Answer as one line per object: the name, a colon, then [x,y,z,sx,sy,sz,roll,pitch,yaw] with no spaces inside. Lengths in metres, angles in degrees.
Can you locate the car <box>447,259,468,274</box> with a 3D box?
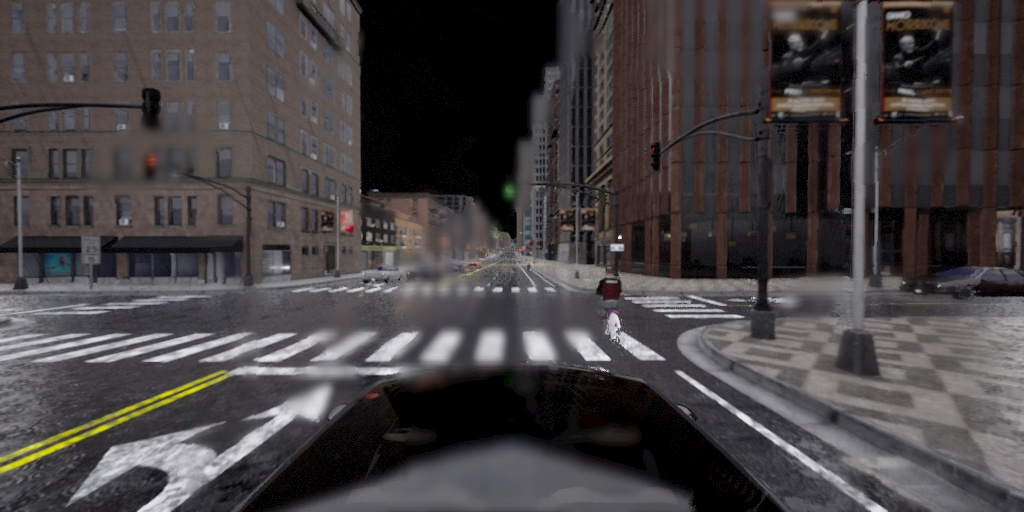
car: [-6.607,1.384,41.435,1.994,1.385,4.181,0,0,0]

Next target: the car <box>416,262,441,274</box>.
car: [-9.856,1.423,42.814,1.895,1.301,4.718,0,0,0]

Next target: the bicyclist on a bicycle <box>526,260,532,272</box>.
bicyclist on a bicycle: [2.215,1.264,46.194,0.866,1.612,1.509,0,0,0]

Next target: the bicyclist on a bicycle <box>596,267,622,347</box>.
bicyclist on a bicycle: [2.247,1.131,8.466,0.659,1.776,1.843,0,0,0]

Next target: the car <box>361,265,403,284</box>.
car: [-9.880,1.396,27.819,1.895,1.301,4.718,0,0,1]

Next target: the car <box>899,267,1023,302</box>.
car: [20.677,1.194,15.901,5.357,1.411,2.033,0,1,0]

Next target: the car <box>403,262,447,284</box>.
car: [-6.609,1.396,27.787,1.895,1.301,4.718,0,0,0]

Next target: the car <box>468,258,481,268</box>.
car: [-6.539,1.200,61.989,2.097,1.767,4.553,0,0,0]
